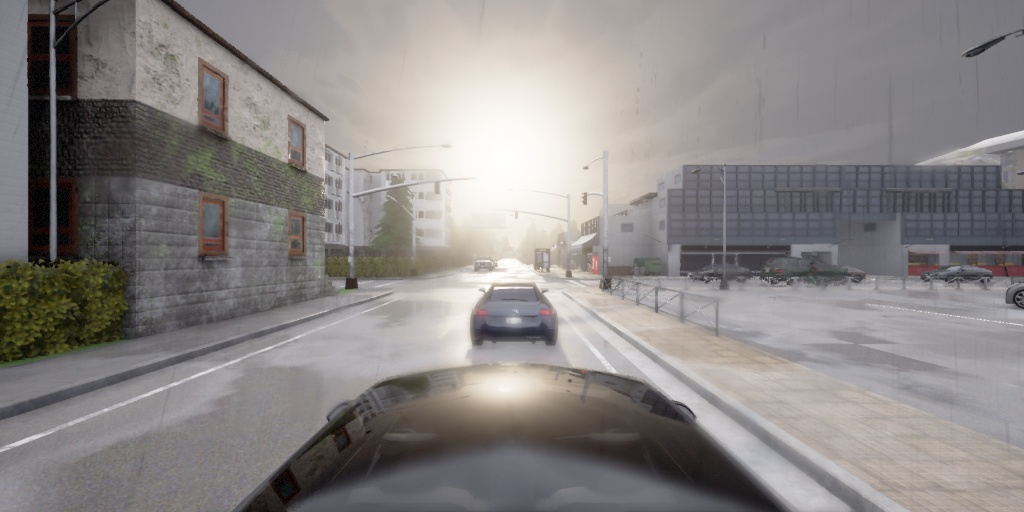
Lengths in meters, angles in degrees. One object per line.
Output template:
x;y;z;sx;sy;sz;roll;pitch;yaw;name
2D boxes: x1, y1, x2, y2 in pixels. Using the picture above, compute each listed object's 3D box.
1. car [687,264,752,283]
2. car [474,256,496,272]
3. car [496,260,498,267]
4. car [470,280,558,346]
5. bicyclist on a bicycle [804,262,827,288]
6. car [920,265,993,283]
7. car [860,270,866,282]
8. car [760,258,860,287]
17.033;1.418;29.561;4.902;1.511;2.128;0;0;0;car
-3.653;0.972;47.080;2.150;2.045;5.566;0;0;0;car
-3.654;1.351;56.973;1.895;1.301;4.718;0;0;0;car
0.053;1.314;9.463;1.994;1.385;4.181;0;0;0;car
18.689;1.227;22.084;0.582;1.620;1.656;0;0;0;bicyclist on a bicycle
36.708;1.452;29.612;4.674;1.442;1.812;0;0;0;car
26.398;1.452;29.590;4.674;1.442;1.812;0;0;0;car
21.094;1.148;25.875;5.566;2.045;2.150;0;0;0;car
